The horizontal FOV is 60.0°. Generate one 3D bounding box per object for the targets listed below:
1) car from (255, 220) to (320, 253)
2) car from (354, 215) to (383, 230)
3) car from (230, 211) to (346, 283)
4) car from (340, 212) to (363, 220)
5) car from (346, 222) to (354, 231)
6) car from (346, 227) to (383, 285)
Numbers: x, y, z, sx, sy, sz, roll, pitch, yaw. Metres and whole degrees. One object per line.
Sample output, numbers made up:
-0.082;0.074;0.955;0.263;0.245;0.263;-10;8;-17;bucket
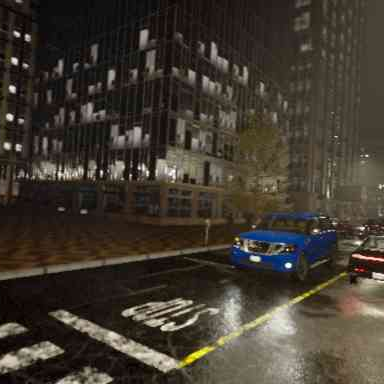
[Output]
5.488;2.362;18.665;1.752;1.417;4.829;3;-2;38;car
14.723;2.938;26.378;2.097;1.767;4.553;2;-2;38;car
3.559;1.746;11.923;2.150;2.045;5.566;2;-2;38;car
38.492;5.790;80.315;4.507;1.381;1.887;3;-3;37;car
12.373;3.071;27.585;1.802;1.307;4.206;3;-2;38;car
6.460;2.143;10.633;2.128;1.511;4.902;2;-2;39;car
